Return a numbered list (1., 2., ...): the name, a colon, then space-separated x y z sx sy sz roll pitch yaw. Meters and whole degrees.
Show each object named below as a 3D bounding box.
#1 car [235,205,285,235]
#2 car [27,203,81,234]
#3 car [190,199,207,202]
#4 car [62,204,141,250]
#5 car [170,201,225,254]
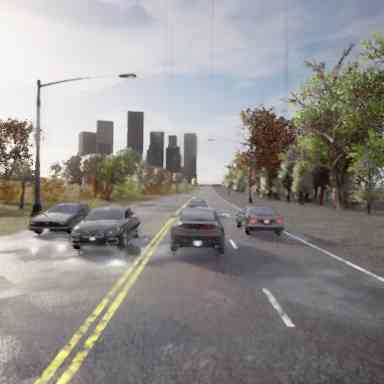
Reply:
1. car: 3.523 1.433 18.046 2.033 1.411 5.357 1 0 1
2. car: -6.452 1.293 17.441 2.033 1.411 5.357 1 1 1
3. car: 0.464 1.293 30.644 1.994 1.385 4.181 0 1 1
4. car: -3.265 1.314 13.424 1.837 1.490 4.892 -1 -1 1
5. car: 0.211 1.335 12.844 1.837 1.490 4.892 2 0 1
